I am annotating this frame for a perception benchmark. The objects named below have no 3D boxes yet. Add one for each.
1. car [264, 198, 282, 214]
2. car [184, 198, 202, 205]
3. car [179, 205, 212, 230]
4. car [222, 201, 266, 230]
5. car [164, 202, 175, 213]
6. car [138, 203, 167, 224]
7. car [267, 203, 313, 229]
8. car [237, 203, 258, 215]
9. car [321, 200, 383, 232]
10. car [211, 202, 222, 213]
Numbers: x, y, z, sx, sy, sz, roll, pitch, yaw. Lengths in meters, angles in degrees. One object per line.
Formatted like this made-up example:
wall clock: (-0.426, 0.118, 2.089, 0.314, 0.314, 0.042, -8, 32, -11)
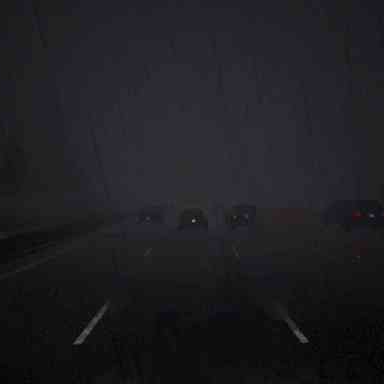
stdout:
car: (10.597, 1.811, 44.465, 2.150, 2.045, 5.566, 0, -1, 0)
car: (0.097, 1.811, 44.447, 2.150, 2.045, 5.566, 0, -1, 0)
car: (0.098, 1.876, 23.520, 1.994, 1.385, 4.181, 0, -1, 0)
car: (3.599, 1.669, 23.934, 2.097, 1.767, 4.553, 0, -1, 0)
car: (-3.405, 2.142, 46.597, 1.812, 1.442, 4.674, 0, -1, 0)
car: (-3.408, 1.900, 28.248, 1.812, 1.442, 4.674, 0, -1, 0)
car: (7.097, 1.797, 24.062, 1.882, 1.535, 5.008, 0, -1, 0)
car: (7.099, 2.171, 43.084, 1.895, 1.301, 4.718, 0, -1, 0)
car: (10.599, 1.519, 22.293, 2.150, 2.045, 5.566, 0, -1, 0)
car: (3.595, 2.142, 46.624, 1.812, 1.442, 4.674, 0, -1, 0)
